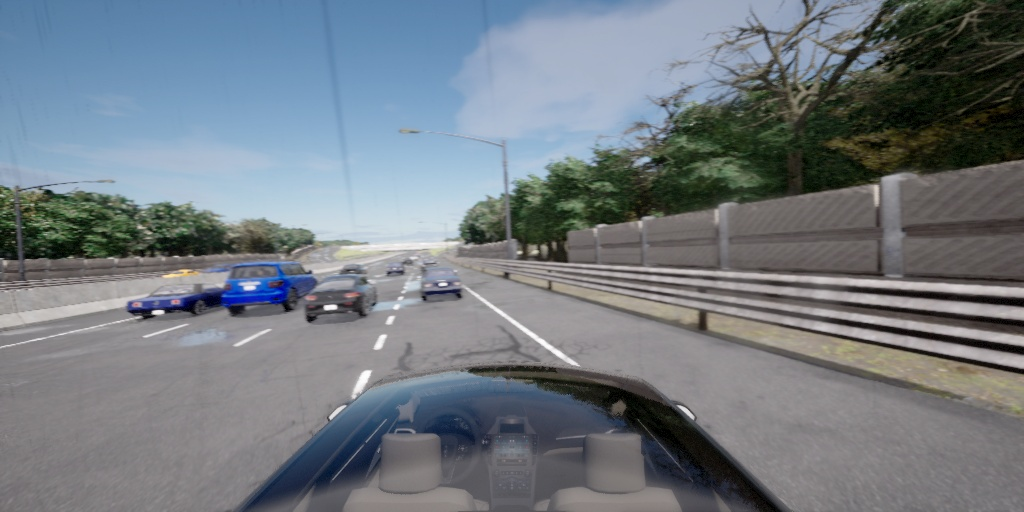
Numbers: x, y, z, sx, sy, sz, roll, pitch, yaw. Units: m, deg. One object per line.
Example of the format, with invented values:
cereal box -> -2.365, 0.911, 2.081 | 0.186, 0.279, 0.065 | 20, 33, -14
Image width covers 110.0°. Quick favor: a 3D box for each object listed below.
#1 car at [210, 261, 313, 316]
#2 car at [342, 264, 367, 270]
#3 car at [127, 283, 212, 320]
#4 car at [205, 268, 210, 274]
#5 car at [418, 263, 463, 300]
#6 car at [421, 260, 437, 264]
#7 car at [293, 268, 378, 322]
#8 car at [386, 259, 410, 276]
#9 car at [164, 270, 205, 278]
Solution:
car -> -10.335, 1.271, 15.826 | 2.150, 2.045, 5.566 | -3, 1, -14
car -> -14.811, 1.514, 33.660 | 1.837, 1.490, 4.892 | -3, 1, -14
car -> -13.876, 1.822, 15.645 | 1.895, 1.301, 4.718 | -3, 1, -14
car -> -40.683, 2.224, 50.321 | 2.150, 2.045, 5.566 | -3, 1, -13
car -> -3.567, 1.248, 17.653 | 2.033, 1.411, 5.357 | -3, 1, -15
car -> -8.950, 1.144, 39.050 | 2.128, 1.511, 4.902 | -3, 1, -14
car -> -6.161, 1.412, 13.253 | 1.812, 1.442, 4.674 | -3, 1, -14
car -> -12.823, 1.375, 39.725 | 2.033, 1.411, 5.357 | -3, 1, -14
car -> -43.560, 2.660, 47.373 | 1.882, 1.535, 5.008 | -3, 1, -13
